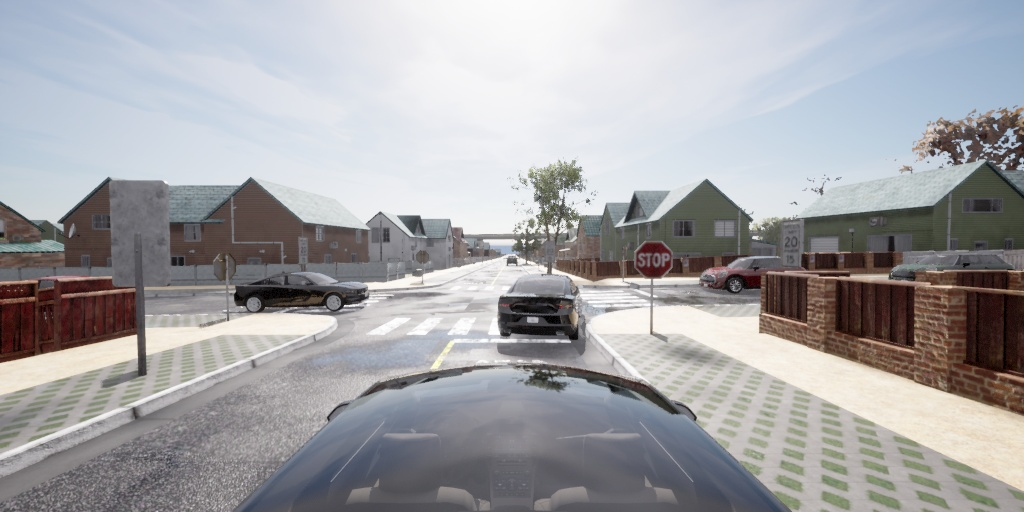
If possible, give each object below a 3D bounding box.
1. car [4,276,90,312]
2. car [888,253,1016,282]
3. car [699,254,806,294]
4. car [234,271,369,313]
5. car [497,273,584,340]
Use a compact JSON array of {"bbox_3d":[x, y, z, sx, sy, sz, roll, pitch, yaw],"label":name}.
[{"bbox_3d":[-18.016,1.547,14.595,5.008,1.535,1.882,-1,2,0],"label":"car"},{"bbox_3d":[21.707,0.646,17.798,4.553,1.767,2.097,-1,2,0],"label":"car"},{"bbox_3d":[11.812,0.821,17.730,4.553,1.767,2.097,-1,2,0],"label":"car"},{"bbox_3d":[-8.464,1.377,14.655,5.008,1.535,1.882,-1,2,0],"label":"car"},{"bbox_3d":[0.961,1.225,10.125,1.882,1.535,5.008,0,0,12],"label":"car"}]
